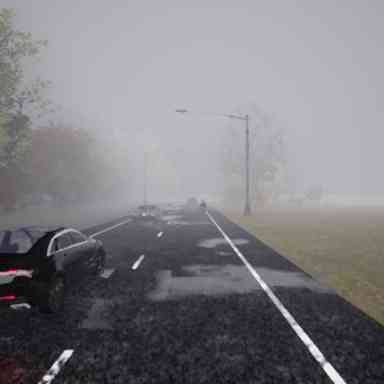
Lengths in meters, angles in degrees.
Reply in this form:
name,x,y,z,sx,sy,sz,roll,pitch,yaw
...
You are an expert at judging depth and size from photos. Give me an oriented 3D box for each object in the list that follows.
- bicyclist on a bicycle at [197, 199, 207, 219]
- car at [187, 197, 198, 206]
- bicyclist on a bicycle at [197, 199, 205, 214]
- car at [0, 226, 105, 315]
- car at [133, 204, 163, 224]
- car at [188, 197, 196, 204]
name,x,y,z,sx,sy,sz,roll,pitch,yaw
bicyclist on a bicycle,0.971,1.483,28.056,0.659,1.776,1.843,0,0,0
car,0.068,1.714,58.485,1.882,1.535,5.008,0,0,1
bicyclist on a bicycle,0.989,1.586,37.248,0.866,1.612,1.509,0,0,0
car,-3.399,1.523,7.580,2.128,1.511,4.902,0,0,0
car,-3.395,1.652,26.081,2.033,1.411,5.357,0,0,0
car,0.016,1.806,75.363,1.837,1.490,4.892,0,0,0
